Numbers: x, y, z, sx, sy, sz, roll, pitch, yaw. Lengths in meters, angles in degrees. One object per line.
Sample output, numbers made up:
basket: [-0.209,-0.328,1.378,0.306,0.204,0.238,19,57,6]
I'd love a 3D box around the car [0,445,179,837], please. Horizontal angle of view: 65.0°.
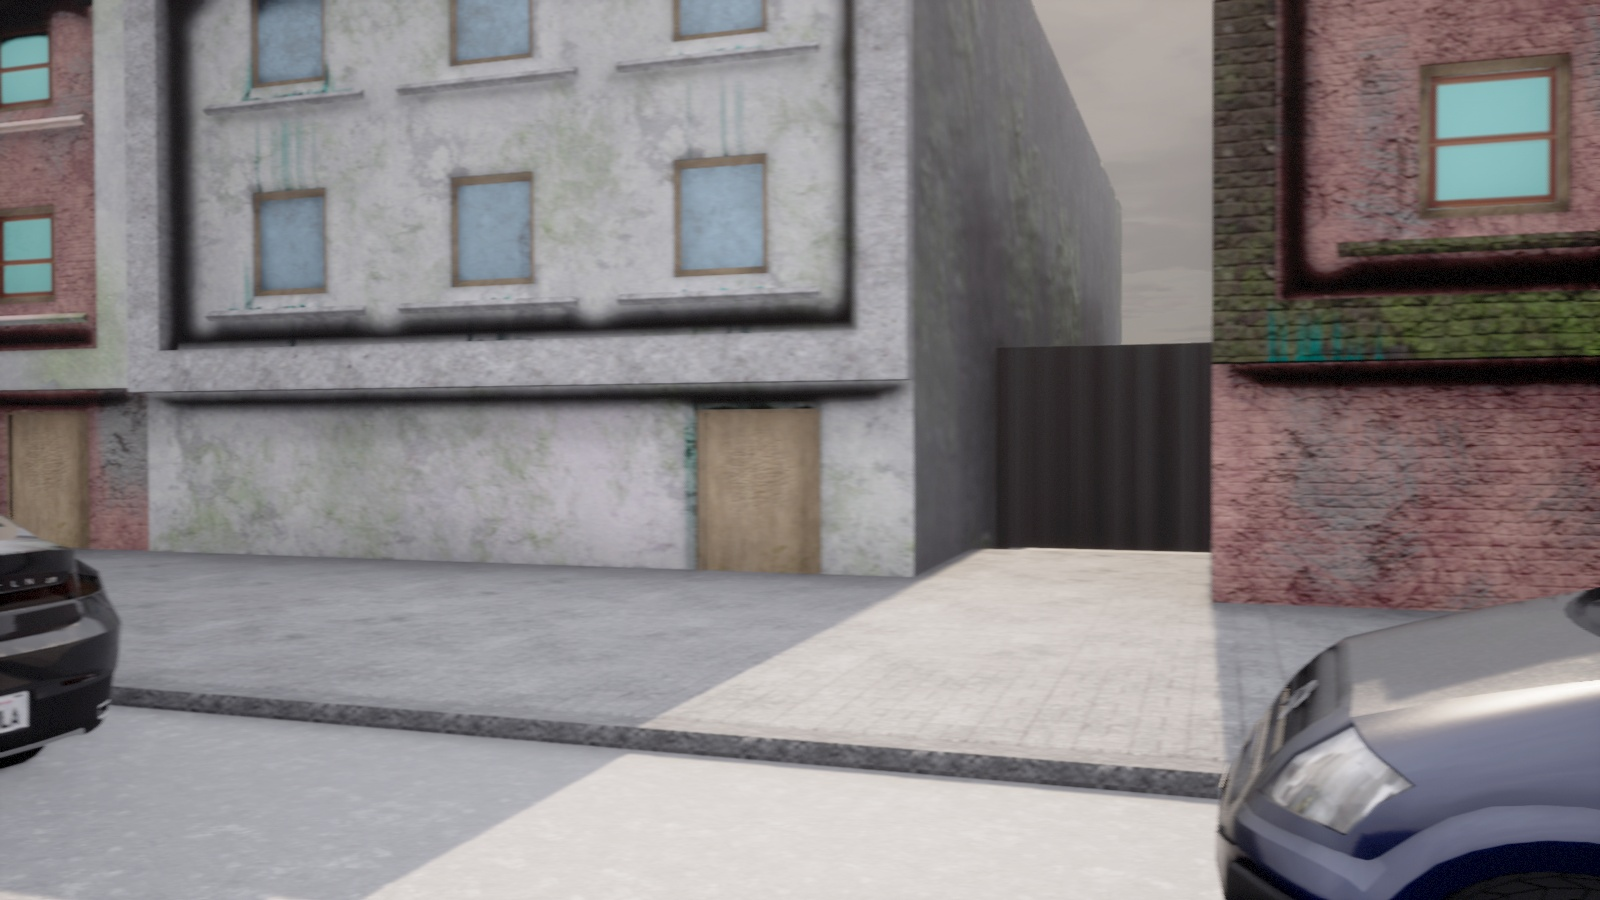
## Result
car: [-5.404,0.722,5.544,4.892,1.490,1.837,1,1,19]

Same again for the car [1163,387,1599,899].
car: [2.946,0.693,2.668,3.988,1.617,1.851,1,1,23]
